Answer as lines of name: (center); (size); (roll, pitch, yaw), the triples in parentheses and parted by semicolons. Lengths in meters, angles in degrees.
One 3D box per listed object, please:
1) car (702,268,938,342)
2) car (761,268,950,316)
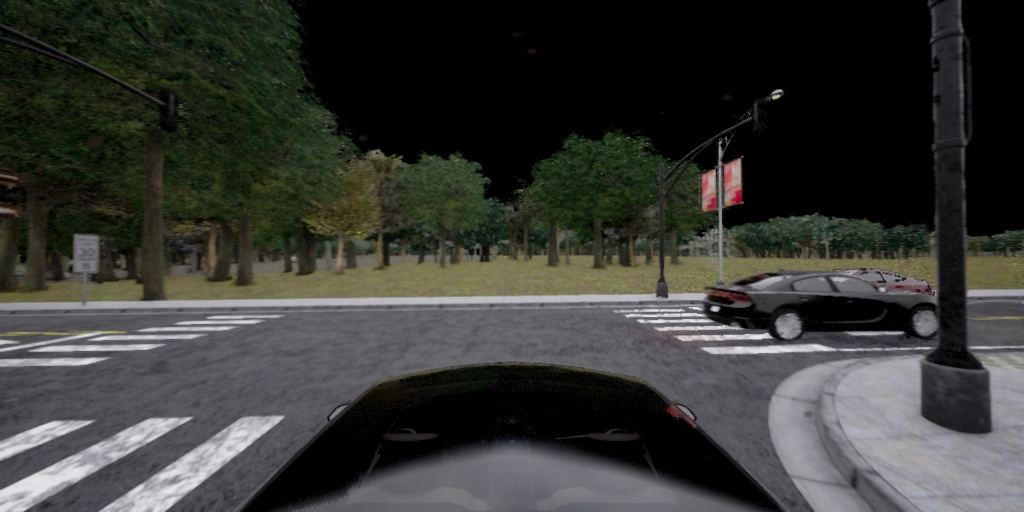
car: (7.298, 1.078, 8.625); (5.008, 1.535, 1.882); (-1, -1, -2)
car: (11.371, 1.148, 12.106); (4.674, 1.442, 1.812); (-1, -1, -2)
